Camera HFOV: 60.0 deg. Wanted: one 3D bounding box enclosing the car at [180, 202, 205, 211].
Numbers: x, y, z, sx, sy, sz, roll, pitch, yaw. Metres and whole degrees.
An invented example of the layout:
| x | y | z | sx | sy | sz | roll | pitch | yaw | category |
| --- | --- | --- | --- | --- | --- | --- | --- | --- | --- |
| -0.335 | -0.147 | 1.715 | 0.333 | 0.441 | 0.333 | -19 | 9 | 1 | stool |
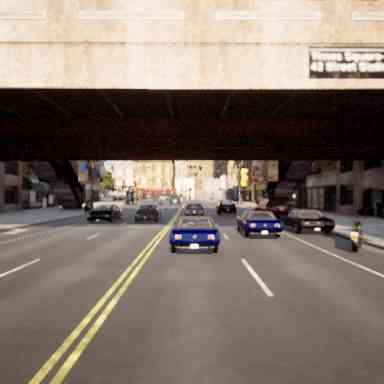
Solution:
| x | y | z | sx | sy | sz | roll | pitch | yaw | category |
| --- | --- | --- | --- | --- | --- | --- | --- | --- | --- |
| 0.206 | 1.737 | 30.094 | 2.033 | 1.411 | 5.357 | 0 | 0 | 0 | car |

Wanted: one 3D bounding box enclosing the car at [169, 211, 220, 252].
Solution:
| x | y | z | sx | sy | sz | roll | pitch | yaw | category |
| --- | --- | --- | --- | --- | --- | --- | --- | --- | --- |
| 0.117 | 1.691 | 14.329 | 1.895 | 1.301 | 4.718 | 0 | 0 | 0 | car |

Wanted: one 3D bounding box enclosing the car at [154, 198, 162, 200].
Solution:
| x | y | z | sx | sy | sz | roll | pitch | yaw | category |
| --- | --- | --- | --- | --- | --- | --- | --- | --- | --- |
| -6.933 | 1.949 | 68.227 | 2.128 | 1.511 | 4.902 | 0 | 0 | 0 | car |

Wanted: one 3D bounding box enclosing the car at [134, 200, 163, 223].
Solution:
| x | y | z | sx | sy | sz | roll | pitch | yaw | category |
| --- | --- | --- | --- | --- | --- | --- | --- | --- | --- |
| -3.494 | 1.676 | 27.231 | 1.837 | 1.490 | 4.892 | 0 | 0 | 0 | car |

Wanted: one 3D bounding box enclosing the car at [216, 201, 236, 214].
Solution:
| x | y | z | sx | sy | sz | roll | pitch | yaw | category |
| --- | --- | --- | --- | --- | --- | --- | --- | --- | --- |
| 3.701 | 1.708 | 36.577 | 1.882 | 1.535 | 5.008 | 0 | 0 | 0 | car |

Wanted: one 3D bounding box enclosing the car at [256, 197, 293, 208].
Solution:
| x | y | z | sx | sy | sz | roll | pitch | yaw | category |
| --- | --- | --- | --- | --- | --- | --- | --- | --- | --- |
| 6.663 | 1.402 | 27.420 | 2.435 | 2.045 | 5.566 | 0 | 0 | 0 | car |

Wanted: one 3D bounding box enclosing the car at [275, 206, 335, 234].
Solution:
| x | y | z | sx | sy | sz | roll | pitch | yaw | category |
| --- | --- | --- | --- | --- | --- | --- | --- | --- | --- |
| 6.713 | 1.722 | 20.021 | 1.895 | 1.301 | 4.718 | 0 | 0 | 0 | car |

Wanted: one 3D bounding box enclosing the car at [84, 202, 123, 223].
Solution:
| x | y | z | sx | sy | sz | roll | pitch | yaw | category |
| --- | --- | --- | --- | --- | --- | --- | --- | --- | --- |
| -6.992 | 1.719 | 27.308 | 2.033 | 1.411 | 5.357 | 0 | 0 | 0 | car |

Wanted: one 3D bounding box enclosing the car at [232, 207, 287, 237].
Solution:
| x | y | z | sx | sy | sz | roll | pitch | yaw | category |
| --- | --- | --- | --- | --- | --- | --- | --- | --- | --- |
| 3.655 | 1.720 | 18.777 | 1.895 | 1.301 | 4.718 | 0 | 0 | 1 | car |

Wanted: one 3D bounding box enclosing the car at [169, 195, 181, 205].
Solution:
| x | y | z | sx | sy | sz | roll | pitch | yaw | category |
| --- | --- | --- | --- | --- | --- | --- | --- | --- | --- |
| -3.433 | 1.654 | 68.383 | 2.150 | 2.045 | 5.566 | 0 | 0 | 0 | car |
